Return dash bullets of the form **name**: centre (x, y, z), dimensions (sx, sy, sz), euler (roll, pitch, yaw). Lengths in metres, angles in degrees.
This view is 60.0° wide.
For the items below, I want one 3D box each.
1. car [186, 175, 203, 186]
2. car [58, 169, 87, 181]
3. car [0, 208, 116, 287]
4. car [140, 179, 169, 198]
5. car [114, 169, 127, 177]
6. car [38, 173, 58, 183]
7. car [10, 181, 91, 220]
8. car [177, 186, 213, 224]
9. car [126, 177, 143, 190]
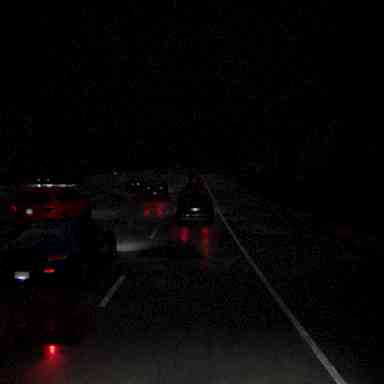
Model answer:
- **car**: centre (0.295, -1.348, 40.680), dimensions (2.097, 1.767, 4.553), euler (0, 5, 0)
- **car**: centre (-17.314, -2.312, 49.302), dimensions (2.150, 2.045, 5.566), euler (0, 6, 1)
- **car**: centre (-3.375, 1.411, 8.928), dimensions (1.812, 1.442, 4.674), euler (0, 2, 0)
- **car**: centre (-3.255, -0.323, 31.641), dimensions (2.128, 1.511, 4.902), euler (0, 6, 0)
- **car**: centre (-13.668, -3.580, 63.708), dimensions (2.097, 1.767, 4.553), euler (-1, 6, -5)
- **car**: centre (-20.817, -1.976, 48.857), dimensions (1.837, 1.490, 4.892), euler (0, 6, 1)
- **car**: centre (-6.837, 0.731, 16.686), dimensions (2.150, 2.045, 5.566), euler (0, 4, 0)
- **car**: centre (0.176, 0.779, 19.115), dimensions (2.033, 1.649, 4.856), euler (0, 5, 0)
- **car**: centre (-6.709, -1.094, 40.150), dimensions (2.033, 1.411, 5.357), euler (0, 6, 0)
